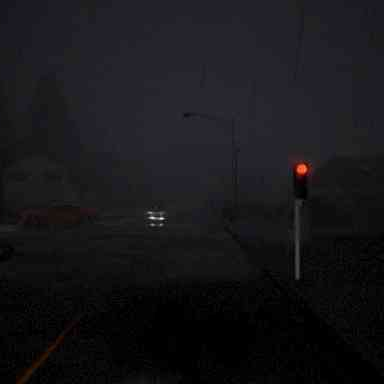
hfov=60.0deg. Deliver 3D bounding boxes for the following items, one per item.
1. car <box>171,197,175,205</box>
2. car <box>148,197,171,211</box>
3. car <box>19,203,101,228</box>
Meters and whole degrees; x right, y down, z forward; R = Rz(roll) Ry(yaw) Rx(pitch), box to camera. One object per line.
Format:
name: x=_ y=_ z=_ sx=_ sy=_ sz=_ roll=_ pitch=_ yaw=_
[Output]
car: x=-4.060 y=1.525 z=57.161 sx=1.812 sy=1.442 sz=4.674 roll=0 pitch=0 yaw=0
car: x=-4.085 y=1.489 z=40.055 sx=2.128 sy=1.511 sz=4.902 roll=0 pitch=0 yaw=0
car: x=-8.597 y=1.478 z=21.917 sx=5.008 sy=1.535 sz=1.882 roll=0 pitch=2 yaw=-22
